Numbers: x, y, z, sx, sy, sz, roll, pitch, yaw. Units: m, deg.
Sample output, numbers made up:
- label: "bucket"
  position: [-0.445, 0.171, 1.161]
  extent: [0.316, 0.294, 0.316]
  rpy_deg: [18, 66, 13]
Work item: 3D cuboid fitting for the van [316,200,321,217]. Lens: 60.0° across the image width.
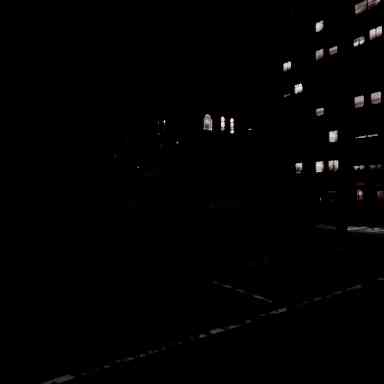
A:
- label: "van"
  position: [10.547, 1.652, 32.579]
  extent: [1.690, 1.788, 3.998]
  rpy_deg: [-1, 0, -36]
